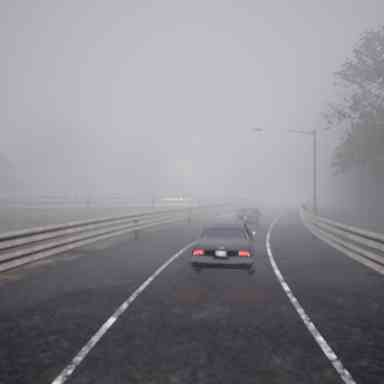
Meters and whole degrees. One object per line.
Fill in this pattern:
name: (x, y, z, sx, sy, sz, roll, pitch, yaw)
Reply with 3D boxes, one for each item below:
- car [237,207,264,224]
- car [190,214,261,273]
car: (4.388, 1.892, 25.516, 2.033, 1.411, 5.357, 0, -1, 16)
car: (1.148, 1.687, 11.185, 2.033, 1.411, 5.357, 0, -1, 9)
